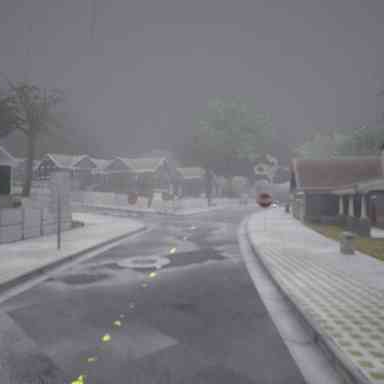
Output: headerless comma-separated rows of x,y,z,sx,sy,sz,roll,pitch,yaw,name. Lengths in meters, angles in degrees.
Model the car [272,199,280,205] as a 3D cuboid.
18.260,2.236,74.763,1.994,1.385,4.181,-1,-1,32,car
